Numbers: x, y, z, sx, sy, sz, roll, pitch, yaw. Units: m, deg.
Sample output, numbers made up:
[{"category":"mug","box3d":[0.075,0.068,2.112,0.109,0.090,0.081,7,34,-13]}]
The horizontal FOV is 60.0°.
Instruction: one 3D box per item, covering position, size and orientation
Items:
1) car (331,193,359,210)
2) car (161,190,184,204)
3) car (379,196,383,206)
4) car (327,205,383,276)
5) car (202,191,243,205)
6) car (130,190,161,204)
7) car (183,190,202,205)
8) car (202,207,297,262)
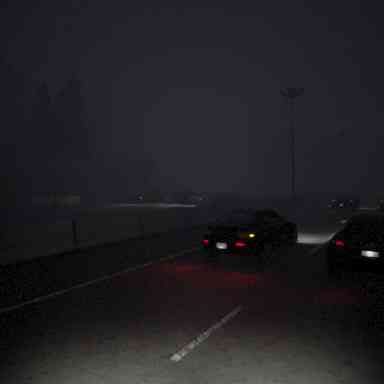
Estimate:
[{"category":"car","box3d":[13.271,0.814,28.737,1.812,1.442,4.674,1,1,32]},{"category":"car","box3d":[-1.166,0.581,39.001,1.837,1.490,4.892,1,1,32]},{"category":"car","box3d":[16.229,0.853,26.867,1.812,1.442,4.674,1,1,32]},{"category":"car","box3d":[5.006,1.293,9.042,1.994,1.385,4.181,1,2,32]},{"category":"car","box3d":[3.339,0.675,33.029,1.882,1.535,5.008,1,1,32]},{"category":"car","box3d":[-5.128,0.546,39.285,1.882,1.535,5.008,1,1,32]},{"category":"car","box3d":[1.350,0.654,36.432,1.812,1.442,4.674,1,1,32]},{"category":"car","box3d":[2.019,1.218,10.867,1.812,1.442,4.674,1,2,32]}]
